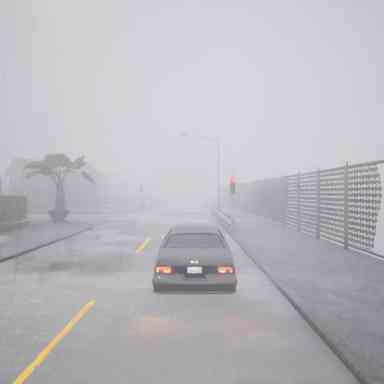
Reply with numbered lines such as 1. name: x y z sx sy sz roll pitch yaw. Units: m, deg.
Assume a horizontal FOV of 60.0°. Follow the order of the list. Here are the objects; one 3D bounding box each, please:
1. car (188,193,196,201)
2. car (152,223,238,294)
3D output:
1. car: 0.065 1.225 87.015 2.150 2.045 5.566 0 0 0
2. car: 0.070 1.547 8.911 2.033 1.411 5.357 0 0 1
